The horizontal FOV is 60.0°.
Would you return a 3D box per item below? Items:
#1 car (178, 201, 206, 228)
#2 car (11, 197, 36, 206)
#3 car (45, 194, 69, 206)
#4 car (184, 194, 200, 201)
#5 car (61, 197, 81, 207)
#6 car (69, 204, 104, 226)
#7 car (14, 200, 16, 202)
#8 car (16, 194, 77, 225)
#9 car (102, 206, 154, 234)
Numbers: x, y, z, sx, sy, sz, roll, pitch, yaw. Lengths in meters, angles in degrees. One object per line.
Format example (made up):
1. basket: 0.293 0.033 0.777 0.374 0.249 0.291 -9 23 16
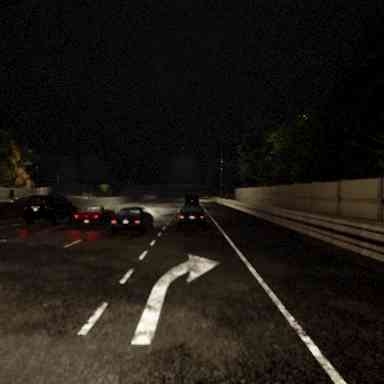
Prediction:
1. car: -0.002 1.587 22.731 2.033 1.411 5.357 0 0 0
2. car: -31.503 1.708 62.330 2.128 1.511 4.902 0 0 0
3. car: -24.507 1.392 60.678 2.150 2.045 5.566 0 0 0
4. car: -0.002 1.349 49.443 2.150 2.045 5.566 0 0 0
5. car: -21.004 1.692 58.005 1.812 1.442 4.674 0 1 0
6. car: -6.900 1.644 24.013 1.895 1.301 4.718 0 0 0
7. car: -28.006 1.679 55.118 1.812 1.442 4.674 0 1 0
8. car: -10.402 1.267 24.771 2.150 2.045 5.566 0 0 0
9. car: -3.402 1.580 19.544 2.033 1.411 5.357 0 0 0
